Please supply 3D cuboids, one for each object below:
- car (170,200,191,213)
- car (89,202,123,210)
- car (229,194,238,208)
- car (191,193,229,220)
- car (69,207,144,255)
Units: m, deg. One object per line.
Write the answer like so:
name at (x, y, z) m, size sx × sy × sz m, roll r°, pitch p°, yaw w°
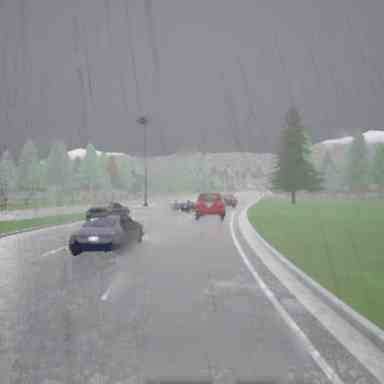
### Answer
car at (-0.784, 1.432, 34.221) m, size 1.895 × 1.301 × 4.718 m, roll -1°, pitch 0°, yaw 10°
car at (-5.817, 1.452, 23.494) m, size 1.837 × 1.490 × 4.892 m, roll -1°, pitch 0°, yaw 7°
car at (4.725, 1.074, 42.807) m, size 2.097 × 1.767 × 4.553 m, roll -1°, pitch 0°, yaw 13°
car at (1.548, 1.065, 26.345) m, size 2.150 × 2.045 × 5.566 m, roll -1°, pitch 0°, yaw 7°
car at (-3.207, 1.533, 13.202) m, size 1.994 × 1.385 × 4.181 m, roll -1°, pitch 0°, yaw 3°
